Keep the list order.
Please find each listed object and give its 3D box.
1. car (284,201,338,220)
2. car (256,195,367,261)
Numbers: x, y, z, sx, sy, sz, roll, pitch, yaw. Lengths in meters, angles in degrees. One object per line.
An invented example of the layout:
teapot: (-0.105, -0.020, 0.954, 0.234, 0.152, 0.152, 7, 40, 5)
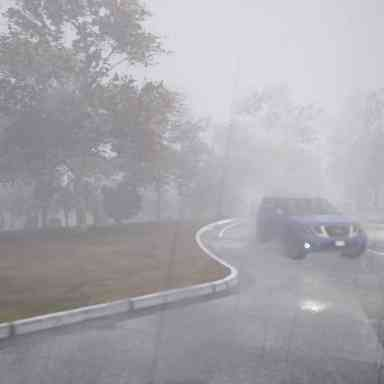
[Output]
car: (9.745, 1.447, 27.063, 4.718, 1.301, 1.895, 0, 0, -38)
car: (4.060, 1.154, 12.497, 2.150, 2.045, 5.566, -1, 0, -6)
